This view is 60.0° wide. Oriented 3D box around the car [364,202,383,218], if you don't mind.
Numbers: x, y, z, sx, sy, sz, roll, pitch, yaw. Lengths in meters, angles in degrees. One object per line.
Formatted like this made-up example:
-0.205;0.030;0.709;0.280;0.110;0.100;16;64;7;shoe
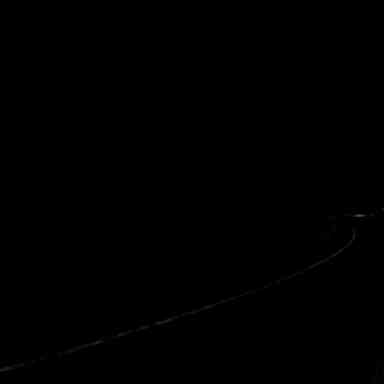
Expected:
17.917;1.688;31.464;1.812;1.442;4.674;1;-1;9;car
